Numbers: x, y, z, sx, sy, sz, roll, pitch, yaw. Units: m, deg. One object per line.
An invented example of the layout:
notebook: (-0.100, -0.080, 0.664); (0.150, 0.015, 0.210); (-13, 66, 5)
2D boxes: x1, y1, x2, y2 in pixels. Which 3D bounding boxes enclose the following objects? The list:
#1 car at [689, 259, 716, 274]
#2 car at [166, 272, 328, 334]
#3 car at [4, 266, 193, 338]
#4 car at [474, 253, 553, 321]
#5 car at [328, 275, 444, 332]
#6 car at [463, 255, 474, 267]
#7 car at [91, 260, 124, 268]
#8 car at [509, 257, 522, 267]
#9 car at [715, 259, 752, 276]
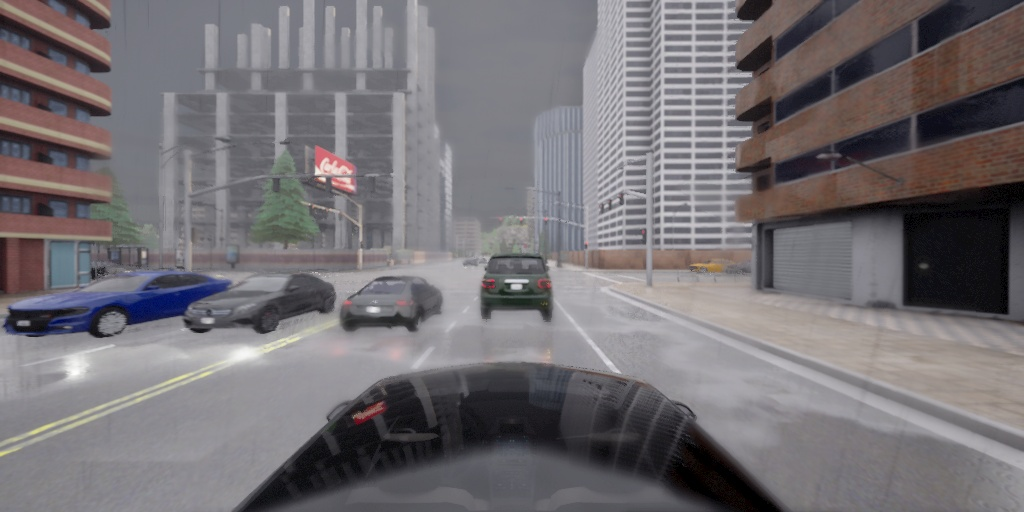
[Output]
car: (21.043, 1.073, 37.222); (5.008, 1.535, 1.882); (0, 0, 0)
car: (-6.970, 1.222, 10.596); (1.812, 1.442, 4.674); (0, 0, 1)
car: (-10.477, 1.172, 10.226); (1.882, 1.535, 5.008); (0, 0, 1)
car: (0.161, 0.917, 12.410); (2.150, 2.045, 5.566); (0, 0, 1)
car: (-3.339, 1.264, 10.712); (1.994, 1.385, 4.181); (0, 0, 1)
car: (-6.578, 1.026, 57.239); (1.994, 1.385, 4.181); (0, 0, 1)
car: (-30.972, 1.078, 26.709); (4.902, 1.511, 2.128); (0, 0, 0)
car: (0.594, 0.953, 59.081); (2.128, 1.511, 4.902); (0, 0, 1)
car: (22.433, 1.106, 33.716); (4.902, 1.511, 2.128); (0, 0, 0)
